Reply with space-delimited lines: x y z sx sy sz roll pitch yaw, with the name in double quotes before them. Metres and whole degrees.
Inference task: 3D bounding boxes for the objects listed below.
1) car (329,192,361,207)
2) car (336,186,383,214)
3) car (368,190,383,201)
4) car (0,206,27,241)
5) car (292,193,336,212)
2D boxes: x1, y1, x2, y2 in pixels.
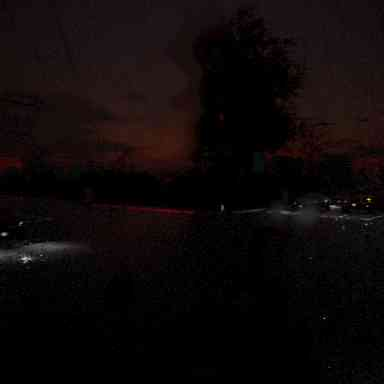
"car" 15.984 0.714 34.639 1.994 1.385 4.181 2 2 41
"car" 13.988 0.579 27.028 2.150 2.045 5.566 2 2 41
"car" 26.447 0.461 46.785 1.895 1.301 4.718 2 3 40
"car" -8.079 1.059 12.538 4.674 1.442 1.812 2 2 38
"car" 10.099 0.811 27.902 1.812 1.442 4.674 2 2 41
